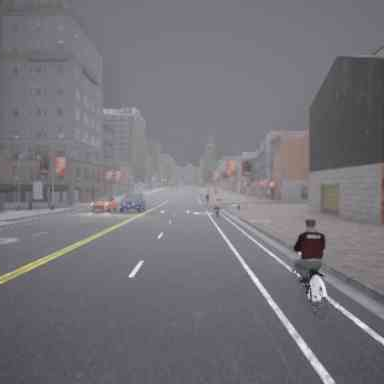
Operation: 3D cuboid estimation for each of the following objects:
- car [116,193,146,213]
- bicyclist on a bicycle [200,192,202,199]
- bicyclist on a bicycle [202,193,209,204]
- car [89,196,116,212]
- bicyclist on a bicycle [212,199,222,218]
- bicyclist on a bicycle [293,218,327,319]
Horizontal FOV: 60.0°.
[{"bbox_3d":[-6.504,1.134,36.972,2.150,2.045,5.566,0,0,0],"label":"car"},{"bbox_3d":[2.224,0.847,76.432,0.866,1.612,1.509,0,1,0],"label":"bicyclist on a bicycle"},{"bbox_3d":[2.225,1.071,48.024,0.659,1.776,1.843,-1,1,0],"label":"bicyclist on a bicycle"},{"bbox_3d":[-9.757,1.272,36.821,2.097,1.767,4.553,0,0,0],"label":"car"},{"bbox_3d":[2.207,1.391,29.083,0.866,1.612,1.509,0,0,0],"label":"bicyclist on a bicycle"},{"bbox_3d":[2.247,1.375,6.520,0.659,1.776,1.843,0,0,0],"label":"bicyclist on a bicycle"}]
